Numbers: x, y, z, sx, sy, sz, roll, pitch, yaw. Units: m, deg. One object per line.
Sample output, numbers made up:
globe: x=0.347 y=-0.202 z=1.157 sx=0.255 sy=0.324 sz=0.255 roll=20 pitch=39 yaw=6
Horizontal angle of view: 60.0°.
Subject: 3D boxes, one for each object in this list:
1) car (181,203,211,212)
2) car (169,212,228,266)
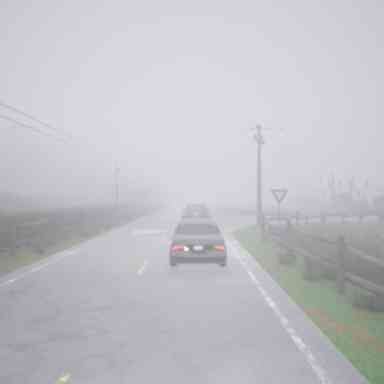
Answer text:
car: x=0.298 y=1.577 z=24.155 sx=2.097 sy=1.767 sz=4.553 roll=0 pitch=-1 yaw=0
car: x=0.196 y=1.660 z=11.963 sx=2.033 sy=1.411 sz=5.357 roll=0 pitch=-1 yaw=0
